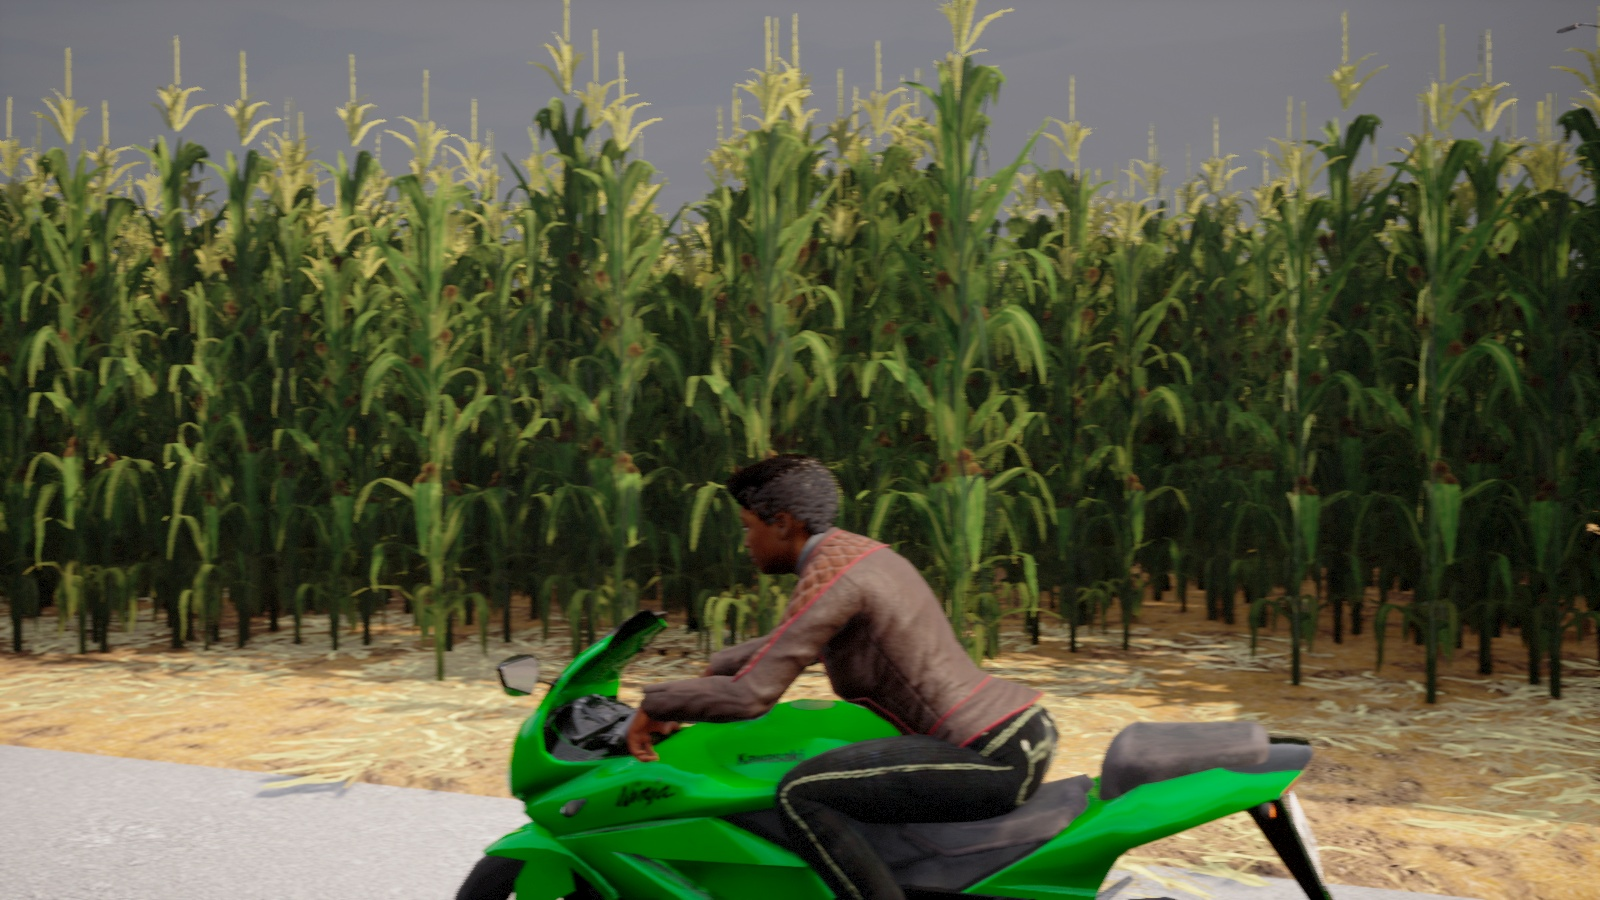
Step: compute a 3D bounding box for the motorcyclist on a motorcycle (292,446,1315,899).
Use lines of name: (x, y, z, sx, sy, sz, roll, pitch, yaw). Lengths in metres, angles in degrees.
motorcyclist on a motorcycle: (-0.001, 0.765, 2.771, 2.044, 1.523, 0.797, 0, 1, 19)
